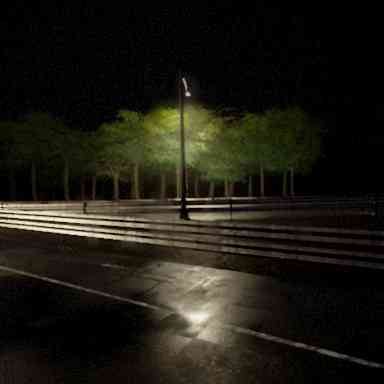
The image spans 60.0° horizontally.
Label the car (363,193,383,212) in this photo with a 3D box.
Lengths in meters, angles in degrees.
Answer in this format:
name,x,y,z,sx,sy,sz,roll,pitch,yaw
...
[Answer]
name,x,y,z,sx,sy,sz,roll,pitch,yaw
car,17.200,0.754,28.733,4.553,1.767,2.097,-1,0,-5
